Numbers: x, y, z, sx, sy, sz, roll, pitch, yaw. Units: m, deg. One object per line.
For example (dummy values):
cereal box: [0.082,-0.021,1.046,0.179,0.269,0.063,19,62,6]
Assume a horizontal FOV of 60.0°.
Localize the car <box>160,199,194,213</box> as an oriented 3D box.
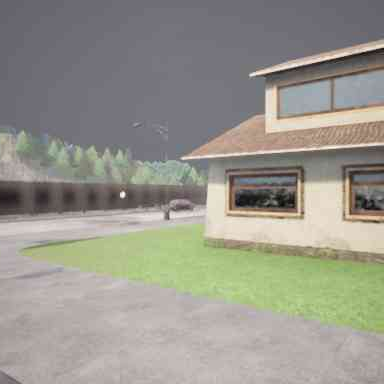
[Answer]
car: [-1.600,1.528,37.527,1.812,1.442,4.674,0,0,35]
